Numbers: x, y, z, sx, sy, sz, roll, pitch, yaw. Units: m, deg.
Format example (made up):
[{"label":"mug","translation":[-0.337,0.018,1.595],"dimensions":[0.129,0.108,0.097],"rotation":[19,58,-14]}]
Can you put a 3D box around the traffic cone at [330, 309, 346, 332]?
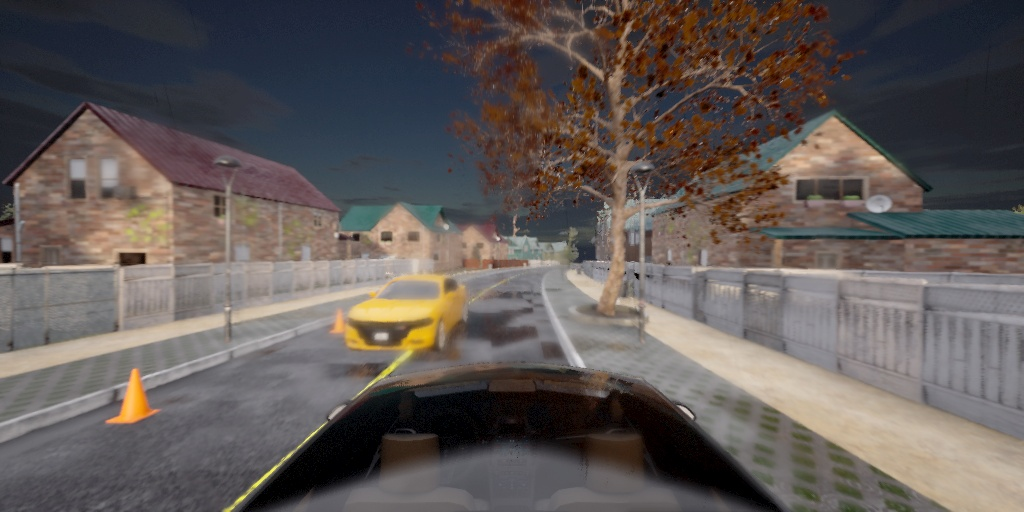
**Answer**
[{"label":"traffic cone","translation":[-4.549,1.687,9.468],"dimensions":[0.340,0.580,0.340],"rotation":[0,0,2]}]

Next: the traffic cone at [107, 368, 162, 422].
[{"label":"traffic cone","translation":[-4.645,1.681,4.419],"dimensions":[0.340,0.580,0.340],"rotation":[0,0,1]}]

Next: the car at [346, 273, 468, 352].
[{"label":"car","translation":[-2.338,1.223,9.118],"dimensions":[1.882,1.535,5.008],"rotation":[0,0,2]}]
